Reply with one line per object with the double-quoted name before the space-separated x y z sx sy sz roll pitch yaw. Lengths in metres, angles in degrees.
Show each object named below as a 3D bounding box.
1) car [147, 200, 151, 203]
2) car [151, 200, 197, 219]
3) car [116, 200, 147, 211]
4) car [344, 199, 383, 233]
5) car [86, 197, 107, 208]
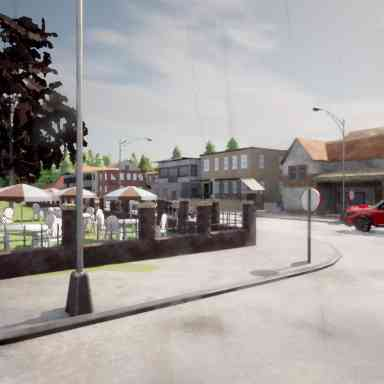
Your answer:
"car" -4.911 1.564 41.706 1.994 1.385 4.181 0 0 -35
"car" -1.447 1.505 29.621 1.837 1.490 4.892 0 0 -35
"car" -7.237 1.526 37.758 1.812 1.442 4.674 0 0 -35
"car" 11.388 1.222 18.215 5.566 2.045 2.150 0 2 29
"car" -13.552 1.478 46.697 1.882 1.535 5.008 0 0 -35
